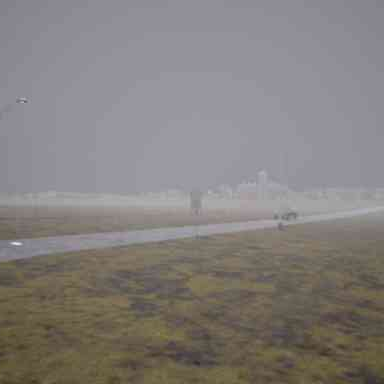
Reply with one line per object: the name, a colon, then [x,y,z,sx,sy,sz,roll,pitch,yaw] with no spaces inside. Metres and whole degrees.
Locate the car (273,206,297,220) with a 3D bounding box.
car: [14.064,3.136,49.889,2.150,2.045,5.566,-1,-3,35]
